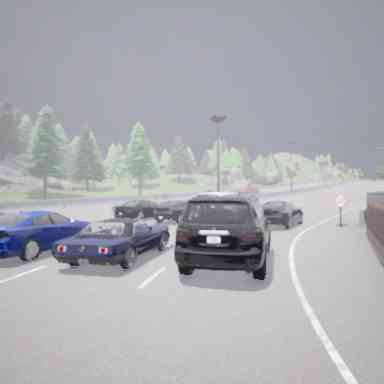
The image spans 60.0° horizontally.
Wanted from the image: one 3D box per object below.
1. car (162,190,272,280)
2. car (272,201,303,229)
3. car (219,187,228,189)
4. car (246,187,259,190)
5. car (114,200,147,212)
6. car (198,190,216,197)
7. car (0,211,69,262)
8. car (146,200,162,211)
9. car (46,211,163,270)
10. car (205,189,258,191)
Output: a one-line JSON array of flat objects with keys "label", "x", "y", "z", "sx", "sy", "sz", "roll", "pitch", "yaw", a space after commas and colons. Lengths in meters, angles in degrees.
[{"label": "car", "x": 1.132, "y": 1.096, "z": 9.820, "sx": 2.150, "sy": 2.045, "sz": 5.566, "roll": 0, "pitch": 1, "yaw": 14}, {"label": "car", "x": 5.293, "y": 1.287, "z": 19.868, "sx": 1.837, "sy": 1.490, "sz": 4.892, "roll": 0, "pitch": 1, "yaw": 31}, {"label": "car", "x": 6.464, "y": 0.039, "z": 73.612, "sx": 2.150, "sy": 2.045, "sz": 5.566, "roll": 0, "pitch": 2, "yaw": 33}, {"label": "car", "x": 12.355, "y": -0.003, "z": 69.830, "sx": 2.150, "sy": 2.045, "sz": 5.566, "roll": 0, "pitch": 2, "yaw": 33}, {"label": "car", "x": -3.708, "y": 1.323, "z": 25.266, "sx": 1.882, "sy": 1.535, "sz": 5.008, "roll": 0, "pitch": 1, "yaw": 31}, {"label": "car", "x": 3.542, "y": 0.334, "z": 75.535, "sx": 1.837, "sy": 1.490, "sz": 4.892, "roll": 0, "pitch": 2, "yaw": 33}, {"label": "car", "x": -5.514, "y": 1.399, "z": 11.976, "sx": 1.882, "sy": 1.535, "sz": 5.008, "roll": -1, "pitch": 1, "yaw": 15}, {"label": "car", "x": -0.766, "y": 1.332, "z": 23.375, "sx": 1.837, "sy": 1.490, "sz": 4.892, "roll": 0, "pitch": 1, "yaw": 31}, {"label": "car", "x": -2.242, "y": 1.499, "z": 10.745, "sx": 1.895, "sy": 1.301, "sz": 4.718, "roll": 0, "pitch": 0, "yaw": 15}, {"label": "car", "x": 2.111, "y": 1.022, "z": 21.388, "sx": 2.150, "sy": 2.045, "sz": 5.566, "roll": 0, "pitch": 1, "yaw": 30}]
